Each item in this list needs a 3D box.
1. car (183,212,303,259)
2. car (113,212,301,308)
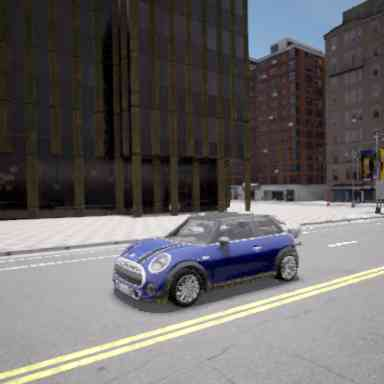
[{"bbox_3d":[2.141,1.562,13.196,4.718,1.301,1.895,0,0,-35],"label":"car"},{"bbox_3d":[0.462,1.331,8.006,4.553,1.767,2.097,0,0,-35],"label":"car"}]
